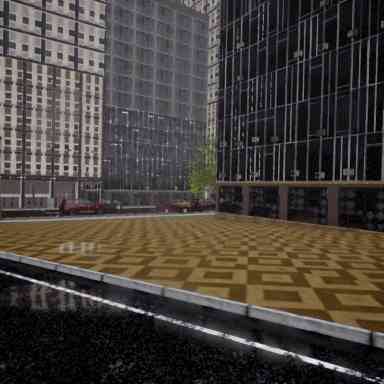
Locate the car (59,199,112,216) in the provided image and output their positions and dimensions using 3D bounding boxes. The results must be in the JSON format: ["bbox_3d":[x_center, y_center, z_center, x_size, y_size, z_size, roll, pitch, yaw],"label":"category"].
[{"bbox_3d":[-11.888,1.645,36.303,5.009,1.841,2.192,1,1,-34],"label":"car"}]

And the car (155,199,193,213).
[{"bbox_3d":[-2.539,1.966,42.714,4.507,1.381,1.887,1,1,-34],"label":"car"}]

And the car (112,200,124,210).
[{"bbox_3d":[-11.666,1.721,46.011,4.403,1.369,2.008,1,1,-34],"label":"car"}]

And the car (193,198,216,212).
[{"bbox_3d":[2.143,1.782,45.913,5.009,1.841,2.192,1,1,-34],"label":"car"}]

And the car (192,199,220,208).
[{"bbox_3d":[2.365,1.873,55.621,4.313,1.339,1.947,1,1,-34],"label":"car"}]

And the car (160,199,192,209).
[{"bbox_3d":[-2.452,1.785,52.321,4.829,1.417,1.752,1,1,-34],"label":"car"}]
